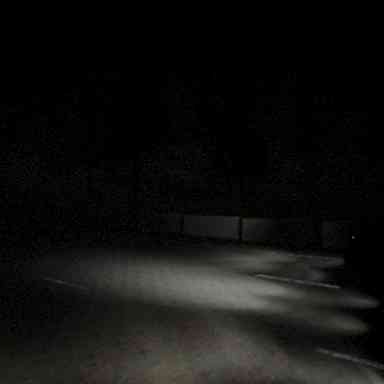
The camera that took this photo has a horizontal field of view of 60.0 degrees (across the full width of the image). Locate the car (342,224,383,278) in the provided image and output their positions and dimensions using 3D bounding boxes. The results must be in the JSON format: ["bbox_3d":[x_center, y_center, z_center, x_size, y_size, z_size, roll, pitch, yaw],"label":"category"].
[{"bbox_3d":[6.638,1.216,7.858,5.566,2.045,2.150,0,0,36],"label":"car"}]

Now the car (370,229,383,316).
[{"bbox_3d":[5.352,1.480,4.476,4.902,1.511,2.128,0,0,36],"label":"car"}]
